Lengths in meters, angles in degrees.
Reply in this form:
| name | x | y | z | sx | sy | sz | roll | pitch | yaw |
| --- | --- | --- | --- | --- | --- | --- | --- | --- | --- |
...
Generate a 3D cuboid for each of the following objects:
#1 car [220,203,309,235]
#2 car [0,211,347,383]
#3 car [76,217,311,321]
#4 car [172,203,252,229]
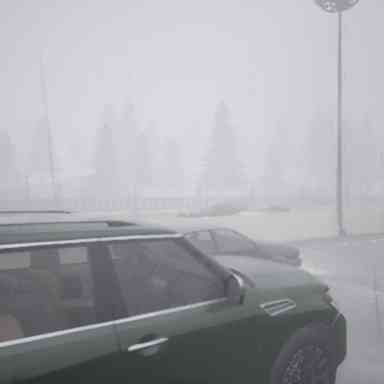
| name | x | y | z | sx | sy | sz | roll | pitch | yaw |
| --- | --- | --- | --- | --- | --- | --- | --- | --- | --- |
| car | 4.046 | 1.379 | 18.332 | 4.674 | 1.442 | 1.812 | 0 | 0 | -27 |
| car | -0.959 | 1.198 | 2.975 | 5.566 | 2.045 | 2.150 | 0 | 0 | -35 |
| car | 0.232 | 1.484 | 7.972 | 5.357 | 1.411 | 2.033 | 0 | 1 | -32 |
| car | 1.282 | 1.436 | 20.869 | 4.718 | 1.301 | 1.895 | 0 | 0 | -28 |
